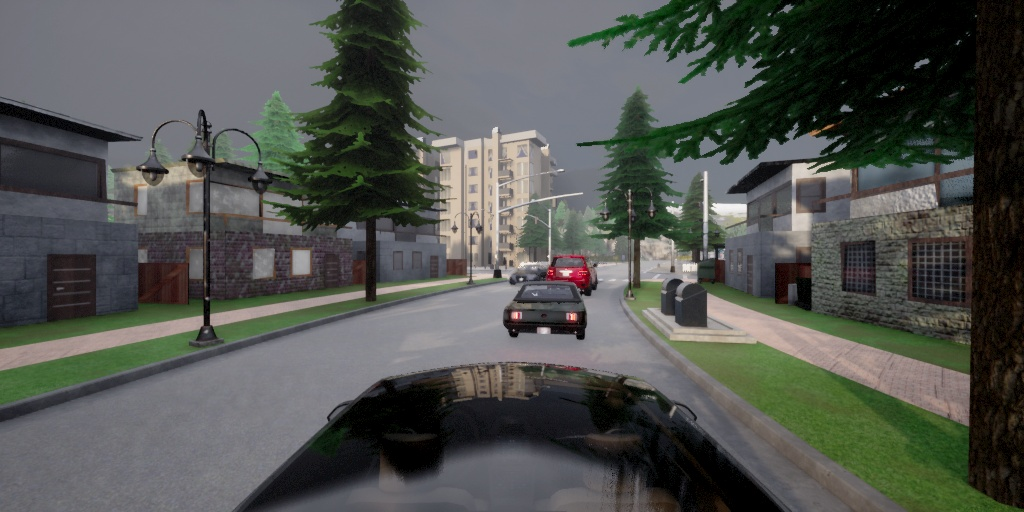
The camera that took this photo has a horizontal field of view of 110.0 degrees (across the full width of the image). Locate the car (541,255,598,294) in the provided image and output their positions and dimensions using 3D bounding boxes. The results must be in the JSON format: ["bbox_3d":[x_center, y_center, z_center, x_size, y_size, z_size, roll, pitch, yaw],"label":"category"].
[{"bbox_3d":[3.366,0.971,19.553,2.150,2.045,5.566,0,0,18],"label":"car"}]

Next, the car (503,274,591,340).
[{"bbox_3d":[1.071,1.351,10.057,1.895,1.301,4.718,0,0,9],"label":"car"}]

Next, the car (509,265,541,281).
[{"bbox_3d":[1.326,1.314,24.684,1.994,1.385,4.181,0,0,22],"label":"car"}]
